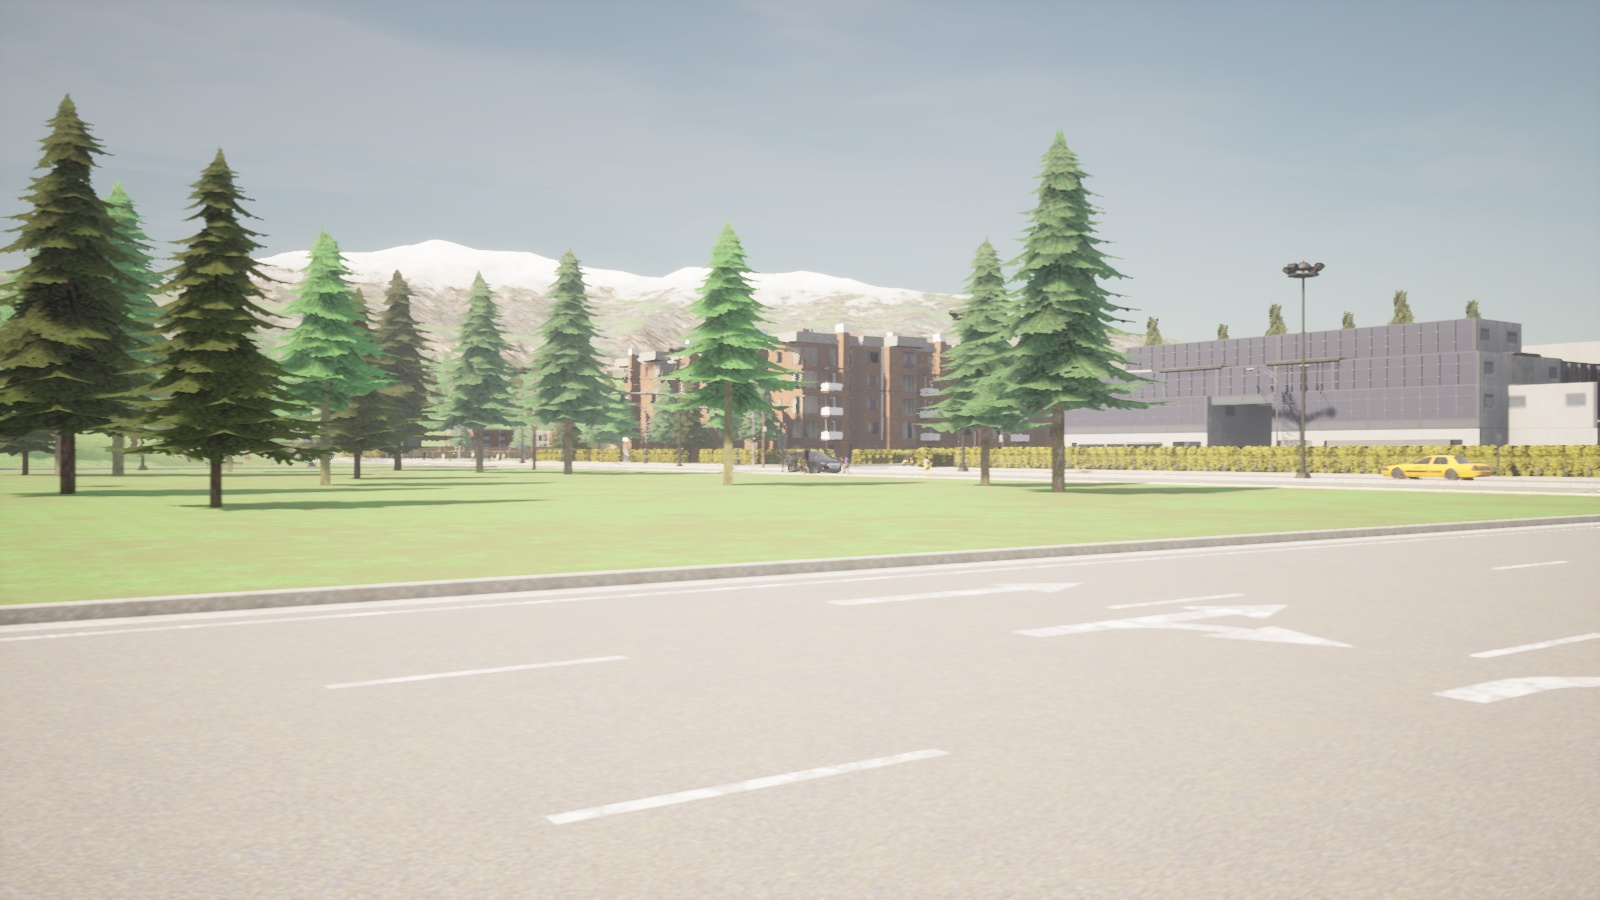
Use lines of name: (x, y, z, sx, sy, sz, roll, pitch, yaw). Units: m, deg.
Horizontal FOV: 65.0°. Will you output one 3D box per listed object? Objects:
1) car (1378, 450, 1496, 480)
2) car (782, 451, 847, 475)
car: (33.968, 0.777, 67.115, 1.801, 1.575, 5.366, 0, 0, -36)
car: (0.987, 0.888, 87.778, 2.033, 1.649, 4.856, 0, 0, -35)
